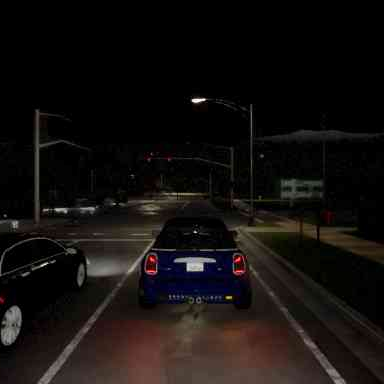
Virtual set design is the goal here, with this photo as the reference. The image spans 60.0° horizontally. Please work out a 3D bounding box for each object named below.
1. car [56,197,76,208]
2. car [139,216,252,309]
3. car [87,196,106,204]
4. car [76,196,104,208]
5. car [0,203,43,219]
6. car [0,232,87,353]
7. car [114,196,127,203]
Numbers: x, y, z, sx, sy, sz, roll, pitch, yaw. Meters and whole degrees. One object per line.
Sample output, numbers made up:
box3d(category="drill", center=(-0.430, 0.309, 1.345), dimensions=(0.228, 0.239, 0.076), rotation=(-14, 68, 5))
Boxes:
box3d(category="car", center=(-18.132, 1.492, 48.408), dimensions=(2.128, 1.511, 4.902), rotation=(0, 0, 1))
box3d(category="car", center=(0.067, 1.352, 8.026), dimensions=(2.097, 1.767, 4.553), rotation=(0, 0, 0))
box3d(category="car", center=(-17.870, 1.492, 62.505), dimensions=(2.128, 1.511, 4.902), rotation=(0, 0, 1))
box3d(category="car", center=(-14.628, 1.548, 48.756), dimensions=(2.033, 1.411, 5.357), rotation=(0, 0, 1))
box3d(category="car", center=(-14.933, 1.601, 28.897), dimensions=(1.895, 1.301, 4.718), rotation=(0, 0, 1))
box3d(category="car", center=(-3.443, 1.505, 6.120), dimensions=(1.837, 1.490, 4.892), rotation=(0, 0, 0))
box3d(category="car", center=(-14.269, 1.525, 66.781), dimensions=(1.812, 1.442, 4.674), rotation=(0, 0, 1))
